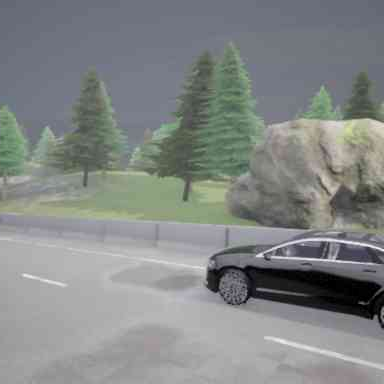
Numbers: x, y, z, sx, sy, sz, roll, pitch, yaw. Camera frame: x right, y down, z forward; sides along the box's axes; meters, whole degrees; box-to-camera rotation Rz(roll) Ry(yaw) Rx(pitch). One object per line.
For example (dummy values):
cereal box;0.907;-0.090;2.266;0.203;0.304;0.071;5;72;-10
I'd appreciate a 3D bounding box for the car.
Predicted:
car;2.532;1.508;6.485;4.902;1.511;2.128;-1;0;36
